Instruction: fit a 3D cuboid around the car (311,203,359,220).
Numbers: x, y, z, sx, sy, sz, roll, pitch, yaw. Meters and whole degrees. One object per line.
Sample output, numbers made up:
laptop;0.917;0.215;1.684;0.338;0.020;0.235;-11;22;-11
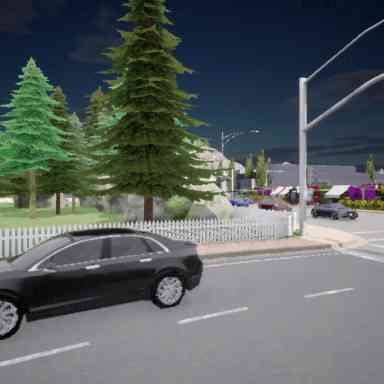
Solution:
car;12.090;1.619;28.427;1.994;1.385;4.181;0;0;-16

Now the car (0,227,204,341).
car;-2.092;1.505;6.482;4.892;1.490;1.837;0;-1;-30

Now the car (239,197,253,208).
car;6.409;1.533;47.613;1.882;1.535;5.008;0;0;-17

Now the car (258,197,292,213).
car;9.337;1.408;37.718;2.097;1.767;4.553;0;0;-16

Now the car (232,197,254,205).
car;9.542;1.603;62.340;2.033;1.411;5.357;0;0;-17
